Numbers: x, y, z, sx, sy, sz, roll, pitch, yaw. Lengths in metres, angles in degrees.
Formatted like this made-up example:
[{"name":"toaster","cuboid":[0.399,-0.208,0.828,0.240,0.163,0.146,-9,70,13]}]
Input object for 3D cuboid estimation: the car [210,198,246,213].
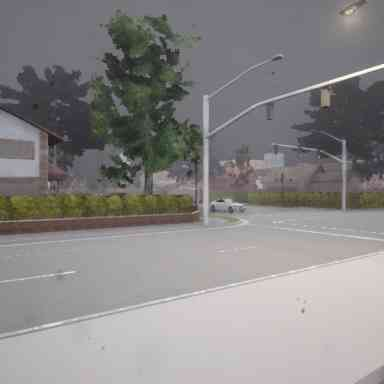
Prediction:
[{"name":"car","cuboid":[3.795,1.435,36.354,1.812,1.442,4.674,0,0,-36]}]
